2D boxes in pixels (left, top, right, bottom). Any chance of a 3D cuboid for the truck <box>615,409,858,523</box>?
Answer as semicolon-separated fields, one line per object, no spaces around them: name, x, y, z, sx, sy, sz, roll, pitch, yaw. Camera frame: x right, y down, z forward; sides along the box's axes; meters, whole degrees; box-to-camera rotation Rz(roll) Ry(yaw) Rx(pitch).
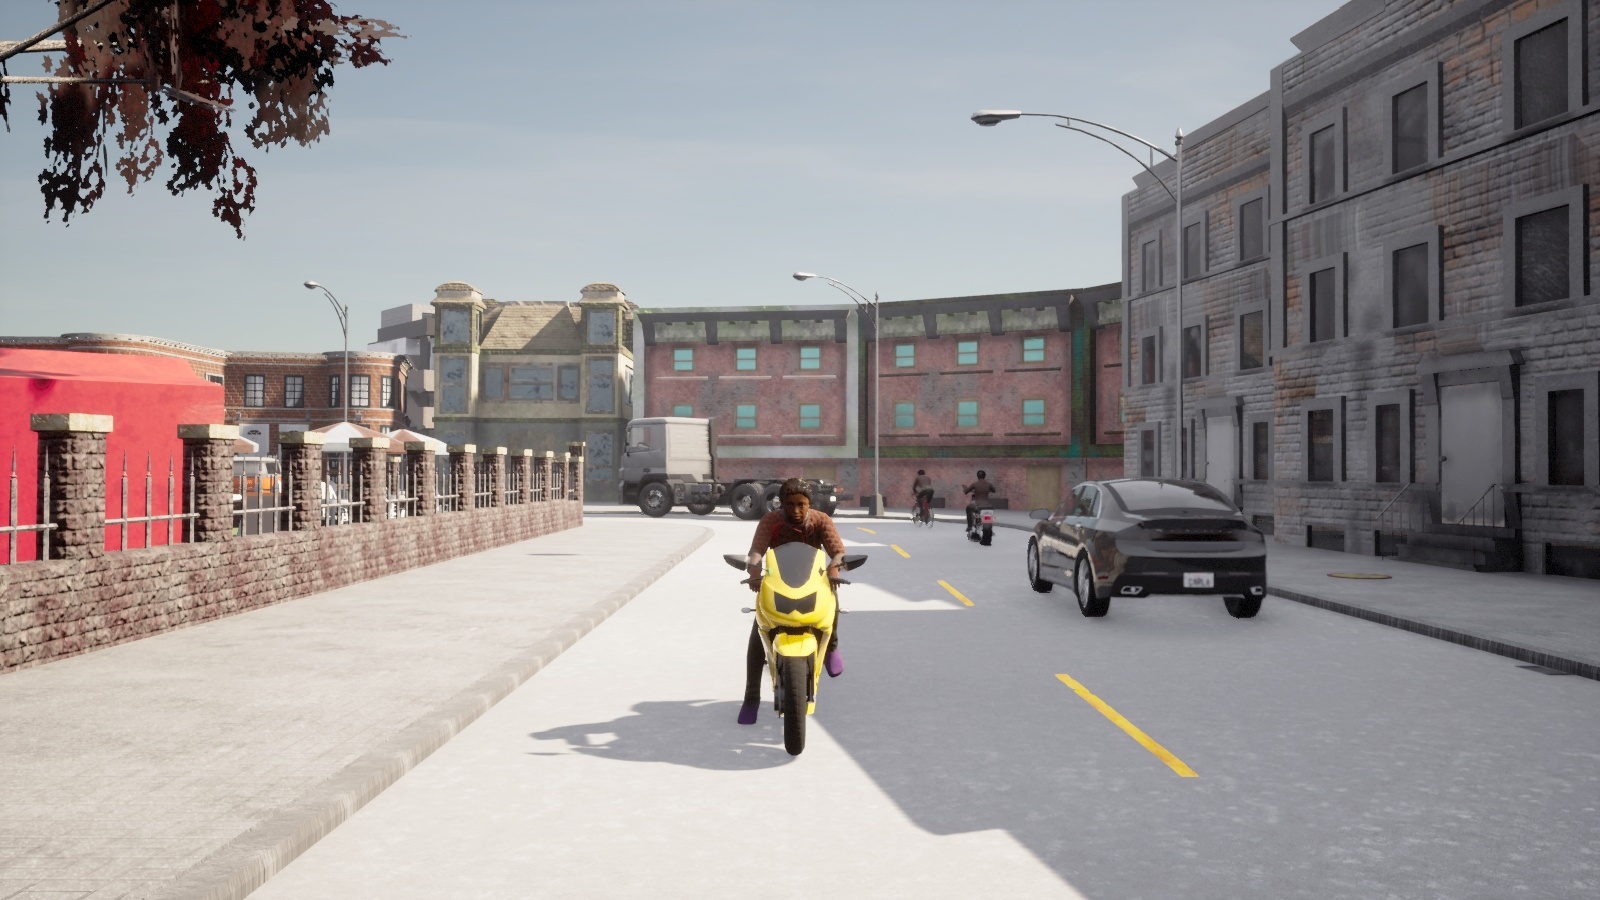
truck;-2.215;0.541;41.625;7.936;3.462;2.891;-1;-1;35

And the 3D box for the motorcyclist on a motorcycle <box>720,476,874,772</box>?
motorcyclist on a motorcycle;-0.020;0.923;7.552;0.797;1.523;2.044;0;-1;0

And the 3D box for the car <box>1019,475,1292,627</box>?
car;3.961;1.054;14.933;1.837;1.490;4.892;0;-1;0

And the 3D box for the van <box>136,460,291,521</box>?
van;-19.921;1.363;42.747;4.442;1.987;1.775;0;-1;0

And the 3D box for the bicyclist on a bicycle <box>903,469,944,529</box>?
bicyclist on a bicycle;3.412;1.338;34.757;0.582;1.620;1.656;0;-1;-14

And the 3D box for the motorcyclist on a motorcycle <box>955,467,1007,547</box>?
motorcyclist on a motorcycle;3.928;1.207;27.396;0.766;1.649;2.350;0;0;0
